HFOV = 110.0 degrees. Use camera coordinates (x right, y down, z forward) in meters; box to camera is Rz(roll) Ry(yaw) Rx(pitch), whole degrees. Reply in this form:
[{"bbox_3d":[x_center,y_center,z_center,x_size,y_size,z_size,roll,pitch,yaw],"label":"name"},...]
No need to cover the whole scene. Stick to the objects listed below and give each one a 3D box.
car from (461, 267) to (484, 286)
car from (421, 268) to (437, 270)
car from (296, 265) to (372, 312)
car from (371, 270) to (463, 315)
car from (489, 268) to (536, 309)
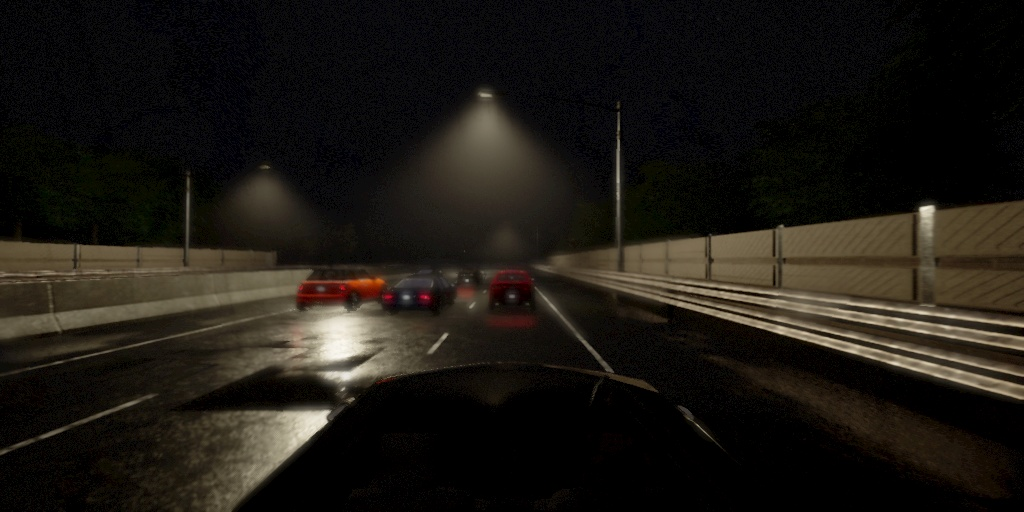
[{"bbox_3d":[-3.487,1.680,30.364,1.837,1.490,4.892,0,0,0],"label":"car"},{"bbox_3d":[-6.987,1.736,30.314,1.994,1.385,4.181,0,-1,0],"label":"car"},{"bbox_3d":[-6.983,1.276,15.296,2.097,1.767,4.553,0,-1,0],"label":"car"},{"bbox_3d":[-3.494,1.459,14.389,2.033,1.411,5.357,0,-1,0],"label":"car"},{"bbox_3d":[0.024,1.414,16.107,1.882,1.535,5.008,0,-1,1],"label":"car"}]
